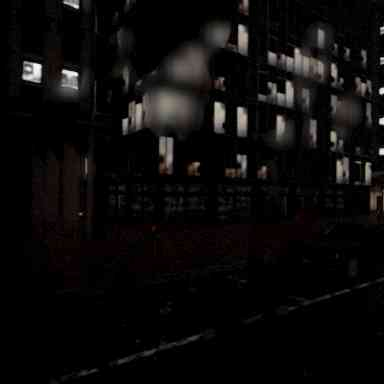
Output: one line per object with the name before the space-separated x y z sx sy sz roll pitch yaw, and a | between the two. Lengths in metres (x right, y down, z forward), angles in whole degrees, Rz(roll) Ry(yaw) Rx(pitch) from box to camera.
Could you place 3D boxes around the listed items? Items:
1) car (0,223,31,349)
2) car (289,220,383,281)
car | -4.403 1.312 3.404 5.009 1.841 2.192 0 1 -35
car | 4.808 1.560 9.974 4.507 1.381 1.887 0 1 -35
